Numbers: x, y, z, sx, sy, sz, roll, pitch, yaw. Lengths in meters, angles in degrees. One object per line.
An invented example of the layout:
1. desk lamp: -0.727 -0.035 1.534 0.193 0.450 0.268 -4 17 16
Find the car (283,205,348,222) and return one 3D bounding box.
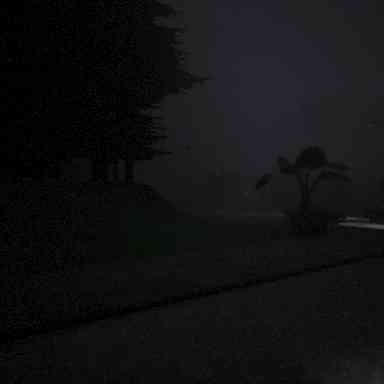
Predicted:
1. car: 9.605 1.645 26.116 1.895 1.301 4.718 0 0 -35

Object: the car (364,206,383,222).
1. car: 15.540 1.544 24.979 2.128 1.511 4.902 0 0 -31
